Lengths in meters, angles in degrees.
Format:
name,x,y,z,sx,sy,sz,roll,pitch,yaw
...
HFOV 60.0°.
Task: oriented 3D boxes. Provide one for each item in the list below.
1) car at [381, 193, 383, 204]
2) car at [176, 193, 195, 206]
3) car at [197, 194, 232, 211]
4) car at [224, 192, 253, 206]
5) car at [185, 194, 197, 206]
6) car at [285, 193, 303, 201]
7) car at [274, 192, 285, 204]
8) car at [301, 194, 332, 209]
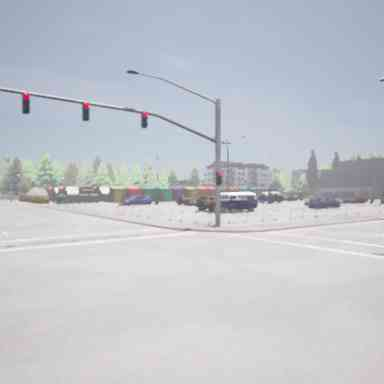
name,x,y,z,sx,sy,sz,roll,pitch,yaw
car,34.573,1.102,57.929,3.866,1.878,1.905,0,0,-35
car,-0.169,1.141,50.555,4.605,1.855,1.932,0,0,-35
car,3.094,1.384,46.030,3.806,1.475,1.970,0,0,-35
car,8.918,1.120,63.787,4.605,1.855,1.932,0,0,-35
car,1.422,1.352,48.394,3.905,1.438,1.784,0,0,-35
car,23.206,1.100,73.925,3.866,1.878,1.905,0,0,-35
car,21.543,1.339,76.295,3.806,1.475,1.970,0,0,-35
car,18.753,1.364,50.047,3.806,1.475,1.970,0,0,-35
